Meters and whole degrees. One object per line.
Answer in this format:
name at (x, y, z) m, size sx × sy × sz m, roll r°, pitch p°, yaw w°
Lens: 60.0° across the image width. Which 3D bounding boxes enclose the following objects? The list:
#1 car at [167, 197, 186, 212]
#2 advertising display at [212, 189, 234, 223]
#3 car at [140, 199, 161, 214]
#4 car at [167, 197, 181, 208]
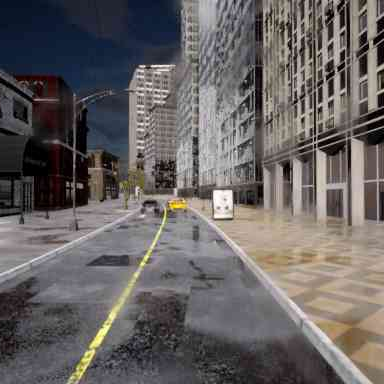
car at (-1.736, 1.467, 39.444) m, size 1.882 × 1.535 × 5.008 m, roll 0°, pitch 0°, yaw -5°
advertising display at (2.270, 1.026, 24.410) m, size 1.540 × 2.440 × 0.280 m, roll -1°, pitch -1°, yaw -3°
car at (-4.273, 1.515, 34.622) m, size 1.812 × 1.442 × 4.674 m, roll 0°, pitch 0°, yaw -4°
car at (-2.705, 1.508, 49.566) m, size 1.812 × 1.442 × 4.674 m, roll 0°, pitch 0°, yaw -6°
